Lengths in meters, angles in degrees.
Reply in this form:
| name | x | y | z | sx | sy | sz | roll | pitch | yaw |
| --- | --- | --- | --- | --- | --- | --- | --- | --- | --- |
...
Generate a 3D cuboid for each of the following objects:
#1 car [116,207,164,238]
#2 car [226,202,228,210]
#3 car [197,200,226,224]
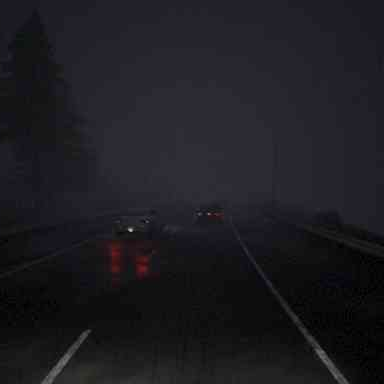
| name | x | y | z | sx | sy | sz | roll | pitch | yaw |
| --- | --- | --- | --- | --- | --- | --- | --- | --- | --- |
| car | -2.707 | 1.532 | 17.828 | 1.812 | 1.442 | 4.674 | 0 | 0 | 4 |
| car | 3.641 | 1.626 | 42.751 | 1.895 | 1.301 | 4.718 | 0 | 0 | 9 |
| car | 1.398 | 1.562 | 25.263 | 2.033 | 1.411 | 5.357 | 0 | 0 | 5 |
